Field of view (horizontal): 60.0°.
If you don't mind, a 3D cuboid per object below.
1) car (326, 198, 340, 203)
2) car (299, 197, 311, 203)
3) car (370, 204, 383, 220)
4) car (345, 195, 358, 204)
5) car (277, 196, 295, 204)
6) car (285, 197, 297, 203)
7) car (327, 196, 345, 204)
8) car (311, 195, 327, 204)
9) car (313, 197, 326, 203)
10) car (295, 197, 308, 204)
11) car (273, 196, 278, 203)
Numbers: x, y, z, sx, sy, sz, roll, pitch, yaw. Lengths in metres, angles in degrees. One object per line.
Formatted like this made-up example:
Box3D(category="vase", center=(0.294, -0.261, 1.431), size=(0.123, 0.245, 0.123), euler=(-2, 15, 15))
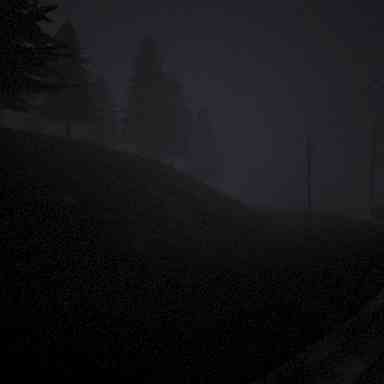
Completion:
Box3D(category="car", center=(36.104, 2.100, 85.036), size=(1.895, 1.301, 4.718), euler=(0, 0, 4))
Box3D(category="car", center=(29.155, 2.035, 85.964), size=(1.837, 1.490, 4.892), euler=(0, 0, 4))
Box3D(category="car", center=(17.397, 1.755, 29.352), size=(1.994, 1.385, 4.181), euler=(0, 0, 9))
Box3D(category="car", center=(35.298, 1.729, 74.653), size=(2.150, 2.045, 5.566), euler=(0, 0, 4))
Box3D(category="car", center=(21.338, 2.058, 75.702), size=(1.837, 1.490, 4.892), euler=(0, 0, 4))
Box3D(category="car", center=(25.665, 2.027, 86.234), size=(1.882, 1.535, 5.008), euler=(0, 0, 4))
Box3D(category="car", center=(31.807, 2.058, 74.891), size=(2.033, 1.411, 5.357), euler=(0, 0, 4))
Box3D(category="car", center=(28.383, 1.763, 76.024), size=(2.150, 2.045, 5.566), euler=(0, 0, 4))
Box3D(category="car", center=(32.612, 2.071, 85.277), size=(1.994, 1.385, 4.181), euler=(0, 0, 4))
Box3D(category="car", center=(24.858, 2.095, 75.814), size=(2.033, 1.411, 5.357), euler=(0, 0, 4))
Box3D(category="car", center=(22.141, 1.914, 86.060), size=(2.097, 1.767, 4.553), euler=(0, 0, 4))
